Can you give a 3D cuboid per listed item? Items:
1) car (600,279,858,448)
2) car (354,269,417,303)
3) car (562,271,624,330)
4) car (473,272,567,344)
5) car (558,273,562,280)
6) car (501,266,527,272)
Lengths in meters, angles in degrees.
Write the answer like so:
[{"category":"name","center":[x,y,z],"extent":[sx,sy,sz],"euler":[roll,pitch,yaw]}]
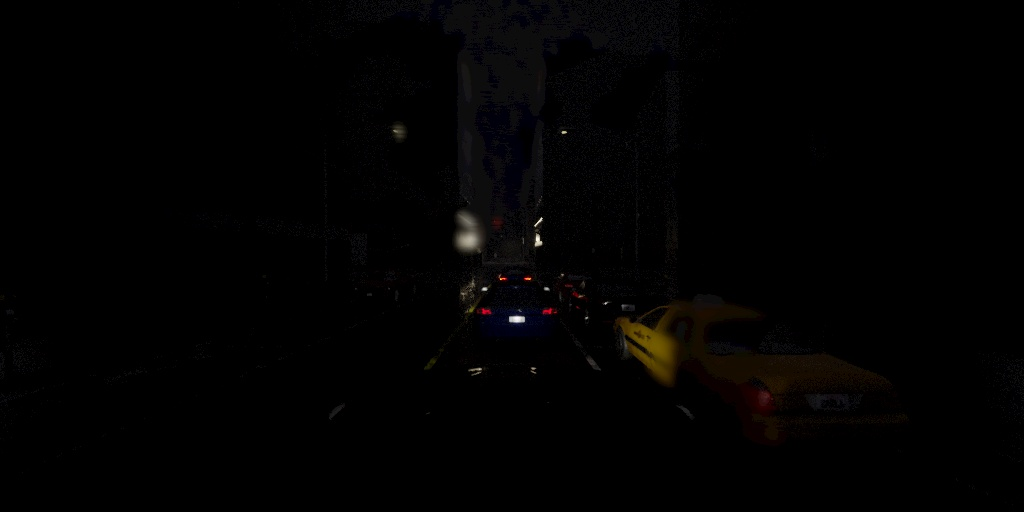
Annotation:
[{"category":"car","center":[2.875,1.274,5.504],"extent":[1.751,1.417,4.829],"euler":[0,0,0]},{"category":"car","center":[-5.667,1.290,16.506],"extent":[1.888,1.381,4.507],"euler":[0,0,0]},{"category":"car","center":[2.877,1.313,10.920],"extent":[1.948,1.339,4.313],"euler":[0,0,0]},{"category":"car","center":[0.102,1.312,9.605],"extent":[1.994,1.385,4.181],"euler":[0,0,0]},{"category":"car","center":[2.878,1.327,16.506],"extent":[1.802,1.307,4.207],"euler":[0,0,0]},{"category":"car","center":[0.107,1.270,19.619],"extent":[1.812,1.442,4.674],"euler":[0,0,-2]}]
